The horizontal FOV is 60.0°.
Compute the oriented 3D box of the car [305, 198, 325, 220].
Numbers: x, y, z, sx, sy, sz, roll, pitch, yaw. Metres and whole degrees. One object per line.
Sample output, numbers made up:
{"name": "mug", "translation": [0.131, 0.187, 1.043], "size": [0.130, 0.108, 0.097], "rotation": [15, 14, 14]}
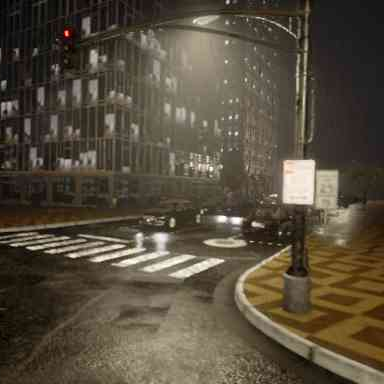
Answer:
{"name": "car", "translation": [9.586, 1.425, 26.366], "size": [1.802, 1.307, 4.206], "rotation": [2, 2, 30]}

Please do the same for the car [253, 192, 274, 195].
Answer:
{"name": "car", "translation": [7.958, 0.957, 40.203], "size": [1.967, 1.590, 4.097], "rotation": [2, 2, 30]}

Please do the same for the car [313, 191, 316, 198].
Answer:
{"name": "car", "translation": [25.040, 0.638, 69.517], "size": [2.192, 1.841, 5.009], "rotation": [2, 2, 30]}

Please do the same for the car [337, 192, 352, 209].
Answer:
{"name": "car", "translation": [18.123, 1.186, 41.012], "size": [1.967, 1.590, 4.097], "rotation": [2, 2, 30]}

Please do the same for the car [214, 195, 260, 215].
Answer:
{"name": "car", "translation": [3.921, 1.233, 28.159], "size": [1.994, 1.385, 4.181], "rotation": [2, 1, 30]}

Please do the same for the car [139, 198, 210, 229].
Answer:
{"name": "car", "translation": [-1.080, 1.231, 19.563], "size": [1.837, 1.490, 4.892], "rotation": [2, 1, 30]}

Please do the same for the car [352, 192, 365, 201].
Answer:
{"name": "car", "translation": [35.194, 0.867, 70.305], "size": [2.192, 1.841, 5.009], "rotation": [2, 1, 30]}

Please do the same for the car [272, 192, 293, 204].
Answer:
{"name": "car", "translation": [13.651, 0.892, 49.975], "size": [1.967, 1.590, 4.097], "rotation": [2, 2, 30]}

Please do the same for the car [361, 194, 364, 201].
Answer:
{"name": "car", "translation": [32.341, 1.166, 65.429], "size": [1.802, 1.307, 4.206], "rotation": [2, 1, 30]}

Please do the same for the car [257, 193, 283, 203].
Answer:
{"name": "car", "translation": [9.028, 1.137, 36.905], "size": [1.812, 1.442, 4.674], "rotation": [2, 1, 31]}

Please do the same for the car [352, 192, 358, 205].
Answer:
{"name": "car", "translation": [23.895, 1.206, 50.926], "size": [1.752, 1.417, 4.829], "rotation": [2, 2, 30]}

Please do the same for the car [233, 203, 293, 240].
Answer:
{"name": "car", "translation": [3.898, 1.474, 16.600], "size": [1.947, 1.339, 4.313], "rotation": [2, 2, 30]}

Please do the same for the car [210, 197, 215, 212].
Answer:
{"name": "car", "translation": [2.262, 1.148, 30.432], "size": [1.947, 1.339, 4.313], "rotation": [2, 2, 30]}

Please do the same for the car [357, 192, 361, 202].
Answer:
{"name": "car", "translation": [26.656, 1.089, 55.660], "size": [1.967, 1.590, 4.097], "rotation": [2, 2, 30]}
